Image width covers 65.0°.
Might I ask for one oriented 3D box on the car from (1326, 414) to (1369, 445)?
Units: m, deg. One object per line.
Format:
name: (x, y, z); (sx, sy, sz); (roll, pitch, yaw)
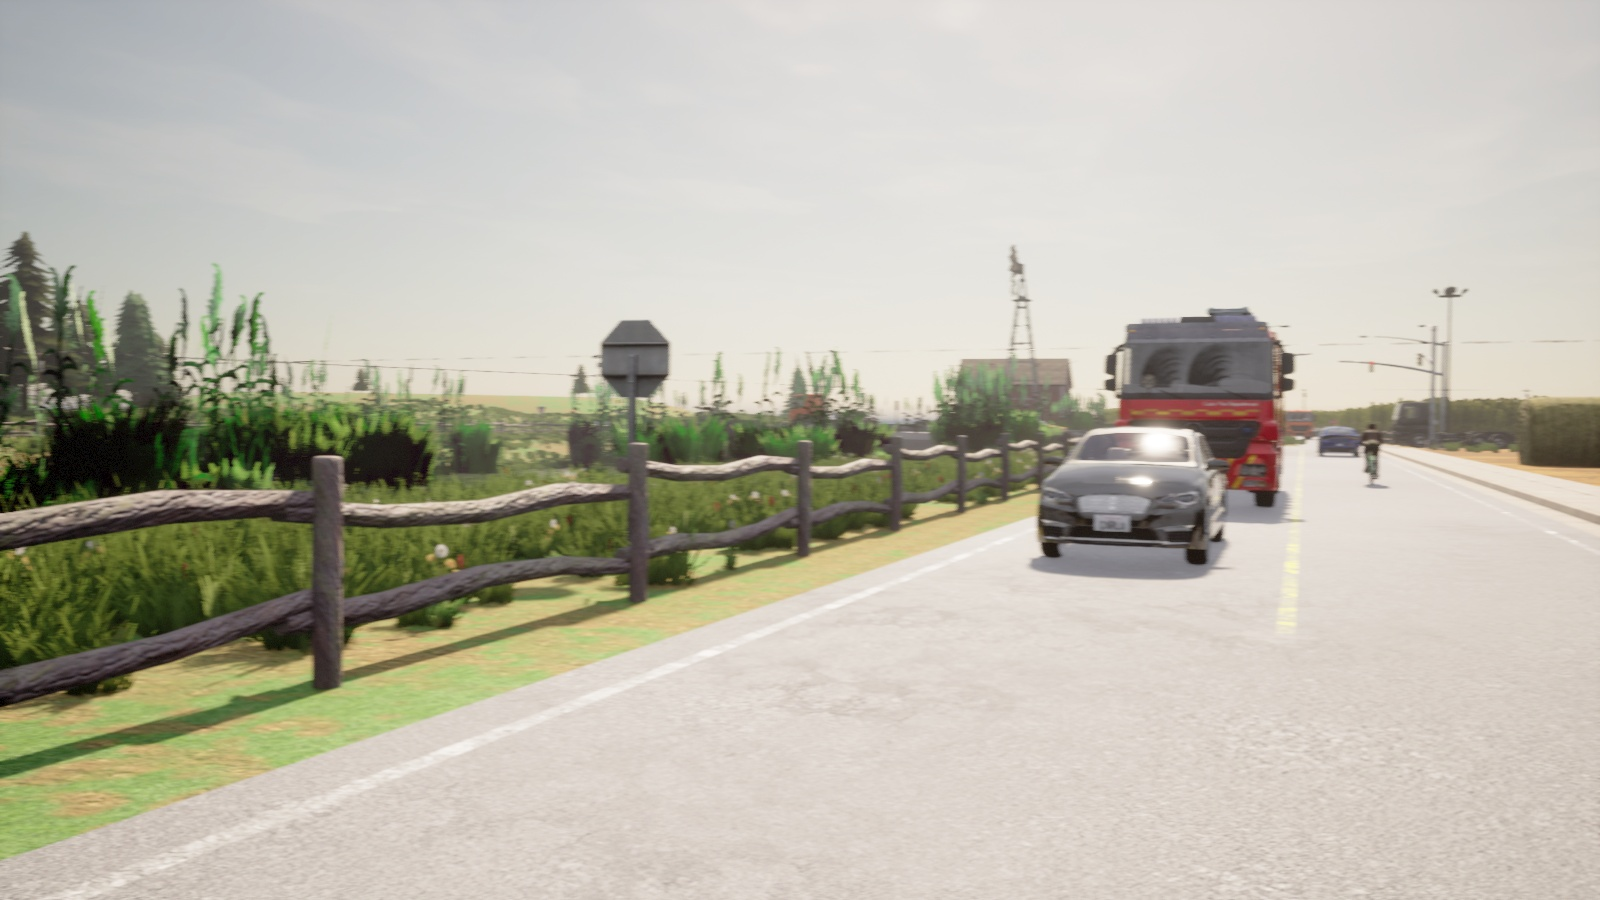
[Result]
car: (27.936, -1.057, 64.203); (1.882, 1.535, 5.008); (0, 1, 22)

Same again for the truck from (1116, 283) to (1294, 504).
truck: (8.708, -1.095, 26.241); (2.891, 3.827, 8.468); (0, 2, 22)

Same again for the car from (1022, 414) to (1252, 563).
car: (4.306, 0.332, 15.416); (2.128, 1.511, 4.902); (0, 1, 22)

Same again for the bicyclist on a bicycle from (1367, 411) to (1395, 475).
bicyclist on a bicycle: (15.109, -0.199, 32.681); (0.582, 1.620, 1.656); (0, 1, 22)
